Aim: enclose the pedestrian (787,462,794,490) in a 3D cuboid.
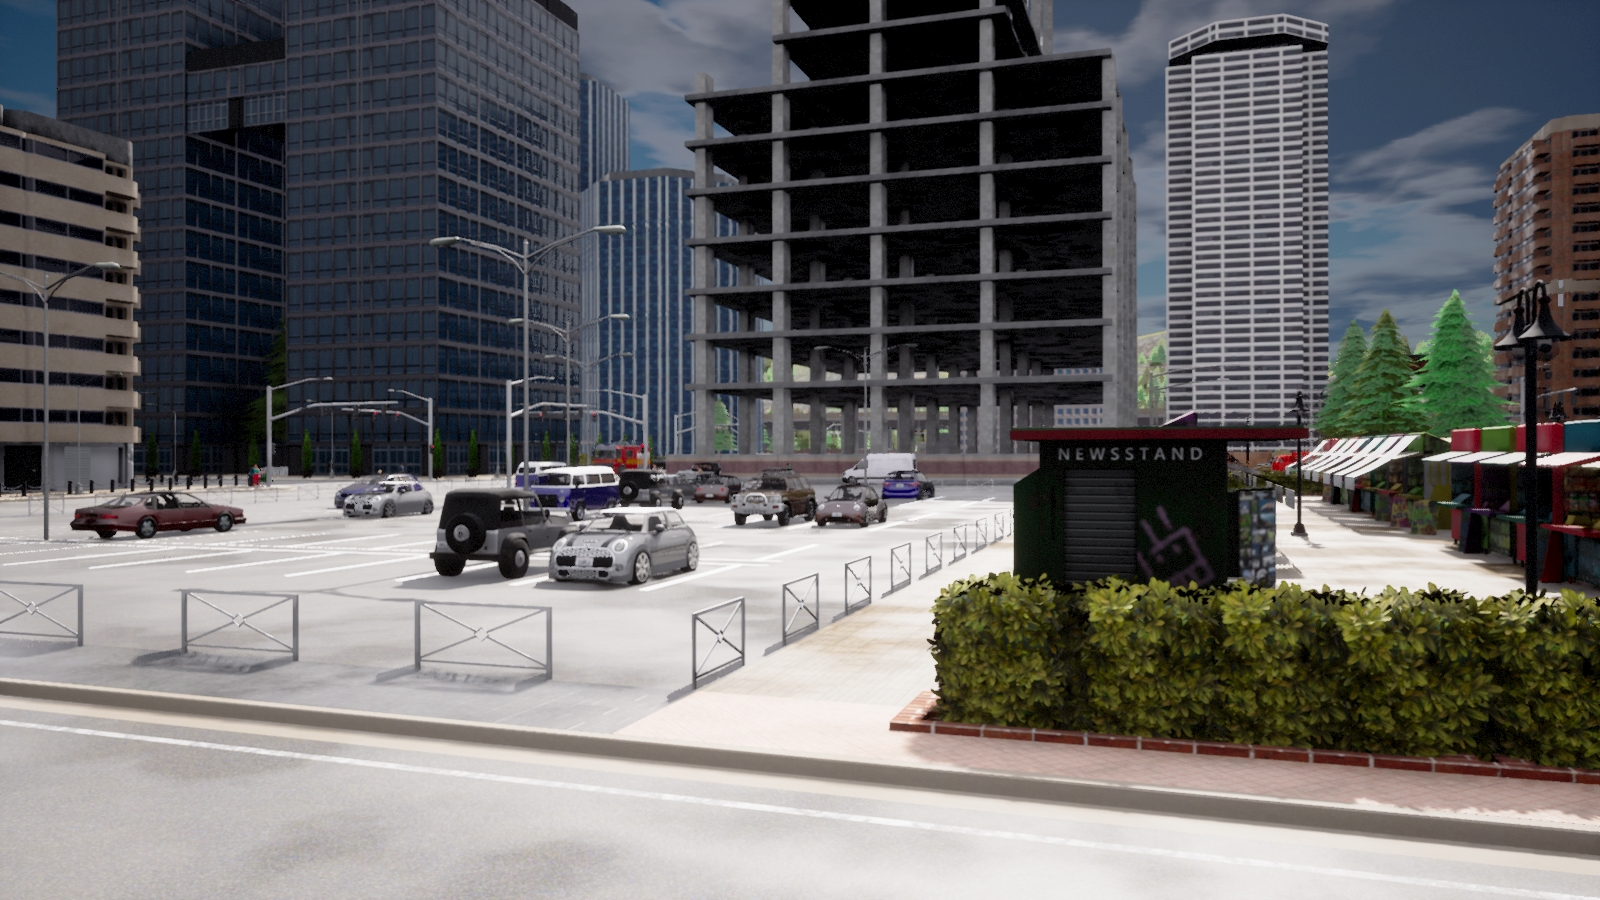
[{"bbox_3d":[-0.656,1.719,75.772,0.375,1.860,0.375,0,0,14],"label":"pedestrian"}]
